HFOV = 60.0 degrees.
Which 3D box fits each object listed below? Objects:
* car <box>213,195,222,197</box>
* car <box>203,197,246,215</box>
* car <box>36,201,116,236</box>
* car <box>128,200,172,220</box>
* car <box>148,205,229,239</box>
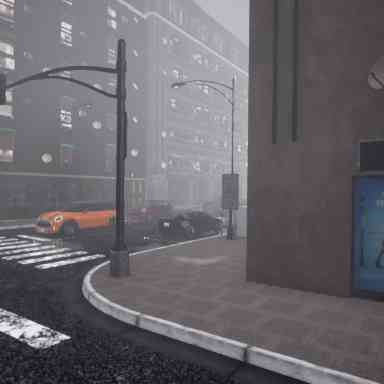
[{"bbox_3d":[3.155,1.224,35.946,2.192,1.841,5.009,1,1,35],"label":"car"},{"bbox_3d":[3.007,1.471,31.456,1.812,1.442,4.674,1,1,35],"label":"car"},{"bbox_3d":[-6.160,1.317,18.385,2.097,1.767,4.553,1,1,35],"label":"car"},{"bbox_3d":[-3.267,1.362,26.799,1.967,1.590,4.097,1,1,35],"label":"car"},{"bbox_3d":[-0.029,1.599,17.700,1.947,1.339,4.313,1,1,35],"label":"car"}]
